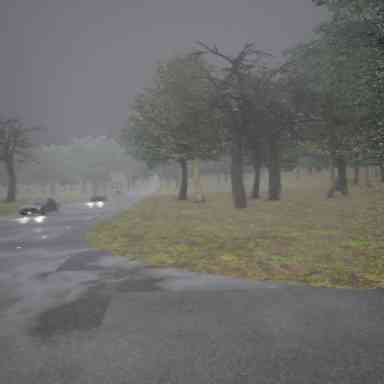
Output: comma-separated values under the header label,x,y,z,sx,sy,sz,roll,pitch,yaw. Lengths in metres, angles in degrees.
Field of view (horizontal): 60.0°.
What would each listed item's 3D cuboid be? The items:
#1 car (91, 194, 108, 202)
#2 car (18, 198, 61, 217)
label,x,y,z,sx,sy,sz,roll,pitch,yaw
car,-14.794,0.911,52.974,1.895,1.301,4.718,-2,1,-4
car,-12.724,1.195,28.172,2.033,1.411,5.357,-2,1,-5
